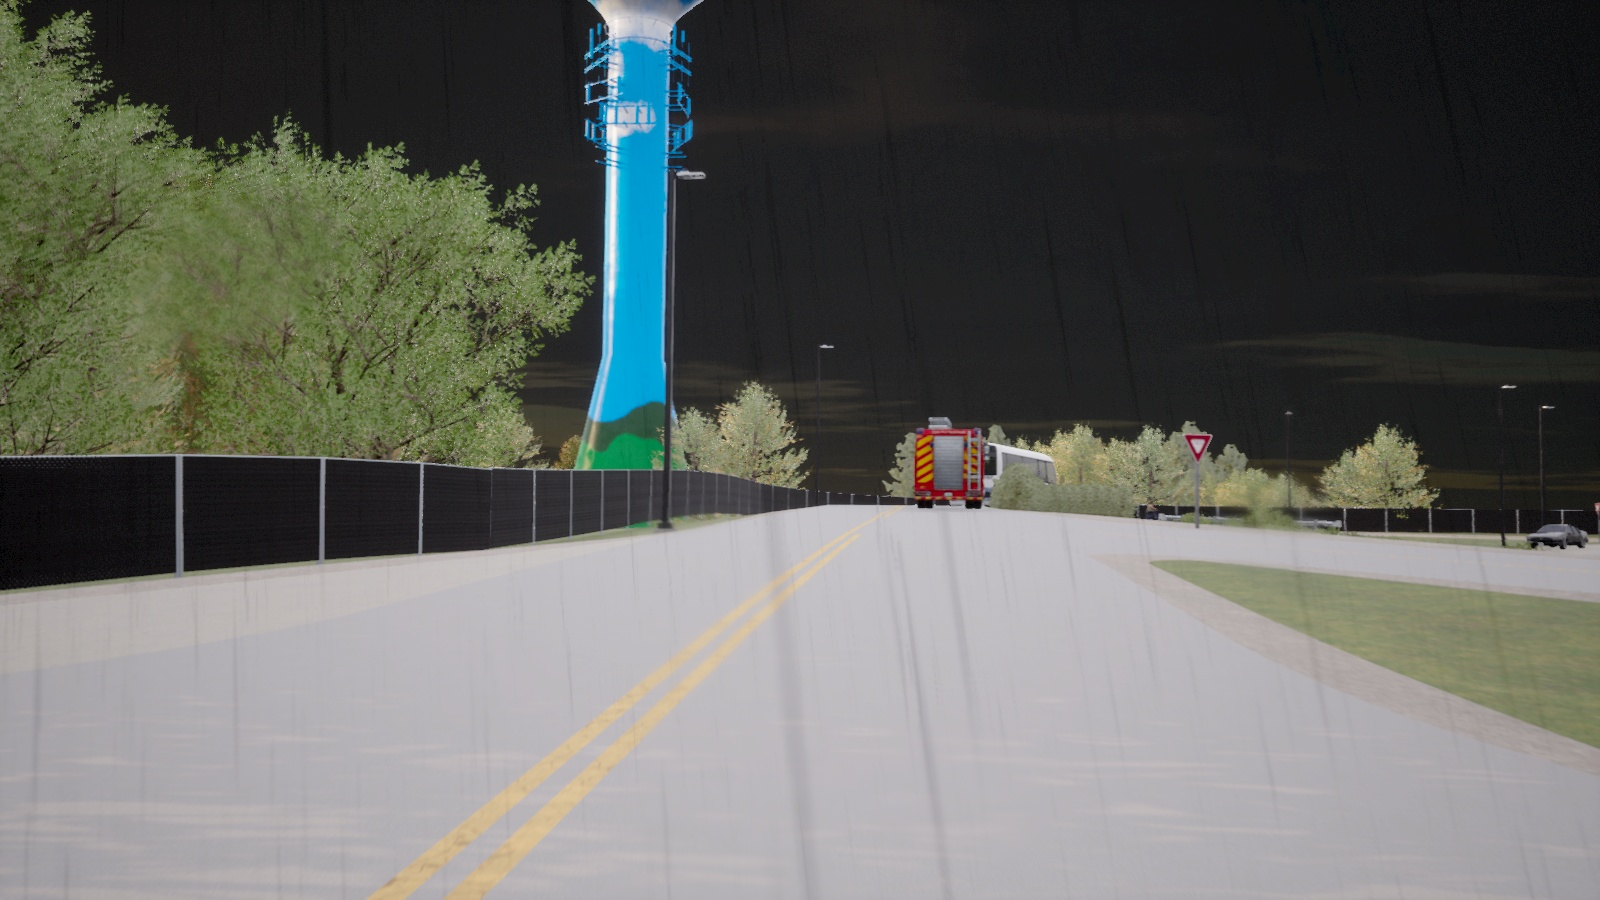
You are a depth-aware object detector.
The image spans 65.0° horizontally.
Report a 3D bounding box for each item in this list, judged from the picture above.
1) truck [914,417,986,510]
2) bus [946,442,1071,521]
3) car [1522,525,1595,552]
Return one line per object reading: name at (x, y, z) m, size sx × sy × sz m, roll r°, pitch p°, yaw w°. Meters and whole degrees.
truck at (6.855, 0.679, 56.326) m, size 2.891 × 3.827 × 8.468 m, roll 0°, pitch -2°, yaw 9°
bus at (13.158, 2.119, 78.063) m, size 3.944 × 4.253 × 10.273 m, roll -1°, pitch -5°, yaw 32°
car at (44.092, 5.116, 72.930) m, size 5.357 × 1.411 × 2.033 m, roll 2°, pitch -3°, yaw -41°
